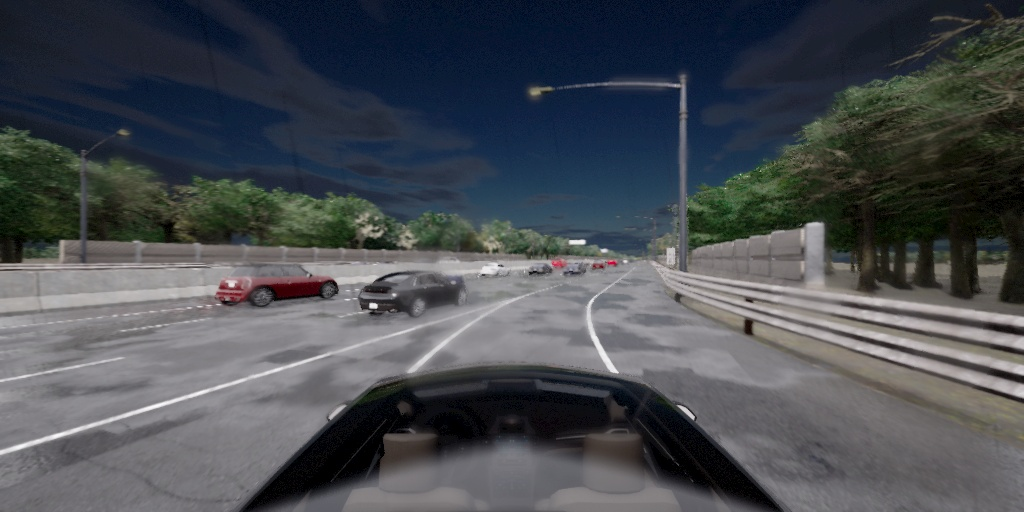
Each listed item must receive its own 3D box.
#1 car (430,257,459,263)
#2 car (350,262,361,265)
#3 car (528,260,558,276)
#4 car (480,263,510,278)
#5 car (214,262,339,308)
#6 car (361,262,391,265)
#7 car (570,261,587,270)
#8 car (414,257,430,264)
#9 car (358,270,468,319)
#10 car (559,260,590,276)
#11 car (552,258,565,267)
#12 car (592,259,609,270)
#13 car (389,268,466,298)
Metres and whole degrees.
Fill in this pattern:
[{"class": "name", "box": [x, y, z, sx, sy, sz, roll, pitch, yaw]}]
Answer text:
[{"class": "car", "box": [-11.135, 1.247, 61.741, 2.150, 2.045, 5.566, 0, 0, 21]}, {"class": "car", "box": [-20.329, 1.483, 47.435, 1.994, 1.385, 4.181, 0, 0, 21]}, {"class": "car", "box": [3.343, 1.503, 40.593, 2.033, 1.411, 5.357, 0, 0, 21]}, {"class": "car", "box": [-1.738, 1.446, 37.077, 1.812, 1.442, 4.674, 0, 0, 21]}, {"class": "car", "box": [-9.911, 1.127, 15.606, 2.097, 1.767, 4.553, 0, 0, 21]}, {"class": "car", "box": [-16.904, 1.489, 46.612, 1.994, 1.385, 4.181, 0, 0, 21]}, {"class": "car", "box": [11.740, 1.601, 62.872, 2.128, 1.511, 4.902, 0, 0, 21]}, {"class": "car", "box": [-14.692, 1.240, 62.230, 2.150, 2.045, 5.566, 0, 0, 21]}, {"class": "car", "box": [-3.353, 1.287, 13.156, 1.837, 1.490, 4.892, 0, 0, 21]}, {"class": "car", "box": [7.216, 1.517, 40.936, 2.033, 1.411, 5.357, 0, 0, 21]}, {"class": "car", "box": [8.486, 1.328, 64.160, 2.150, 2.045, 5.566, 0, 0, 21]}, {"class": "car", "box": [15.010, 1.591, 61.625, 1.882, 1.535, 5.008, 0, 0, 21]}, {"class": "car", "box": [-4.502, 1.418, 19.976, 1.895, 1.301, 4.718, 0, 0, 21]}]
